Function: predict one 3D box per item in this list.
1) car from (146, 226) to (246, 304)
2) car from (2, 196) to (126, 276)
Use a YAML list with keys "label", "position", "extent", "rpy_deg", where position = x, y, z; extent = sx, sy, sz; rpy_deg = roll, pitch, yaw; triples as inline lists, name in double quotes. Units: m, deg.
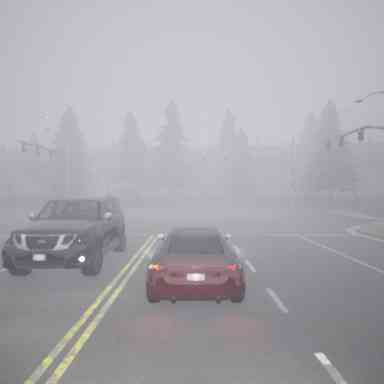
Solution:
- label: "car"
  position: [0.069, 1.511, 8.076]
  extent: [1.994, 1.385, 4.181]
  rpy_deg: [0, 0, 0]
- label: "car"
  position: [-3.537, 1.156, 10.461]
  extent: [2.150, 2.045, 5.566]
  rpy_deg: [0, 0, 0]
